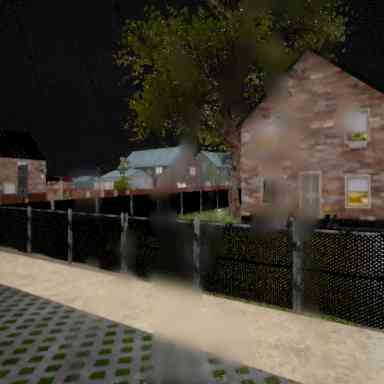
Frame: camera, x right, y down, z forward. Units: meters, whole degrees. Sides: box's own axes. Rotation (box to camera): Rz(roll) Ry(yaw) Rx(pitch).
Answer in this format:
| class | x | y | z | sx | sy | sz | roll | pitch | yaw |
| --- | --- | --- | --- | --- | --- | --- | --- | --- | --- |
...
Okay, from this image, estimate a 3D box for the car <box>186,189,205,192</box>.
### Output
| class | x | y | z | sx | sy | sz | roll | pitch | yaw |
| --- | --- | --- | --- | --- | --- | --- | --- | --- | --- |
| car | 0.307 | 0.365 | 37.770 | 2.033 | 1.411 | 5.357 | 0 | 2 | 36 |
